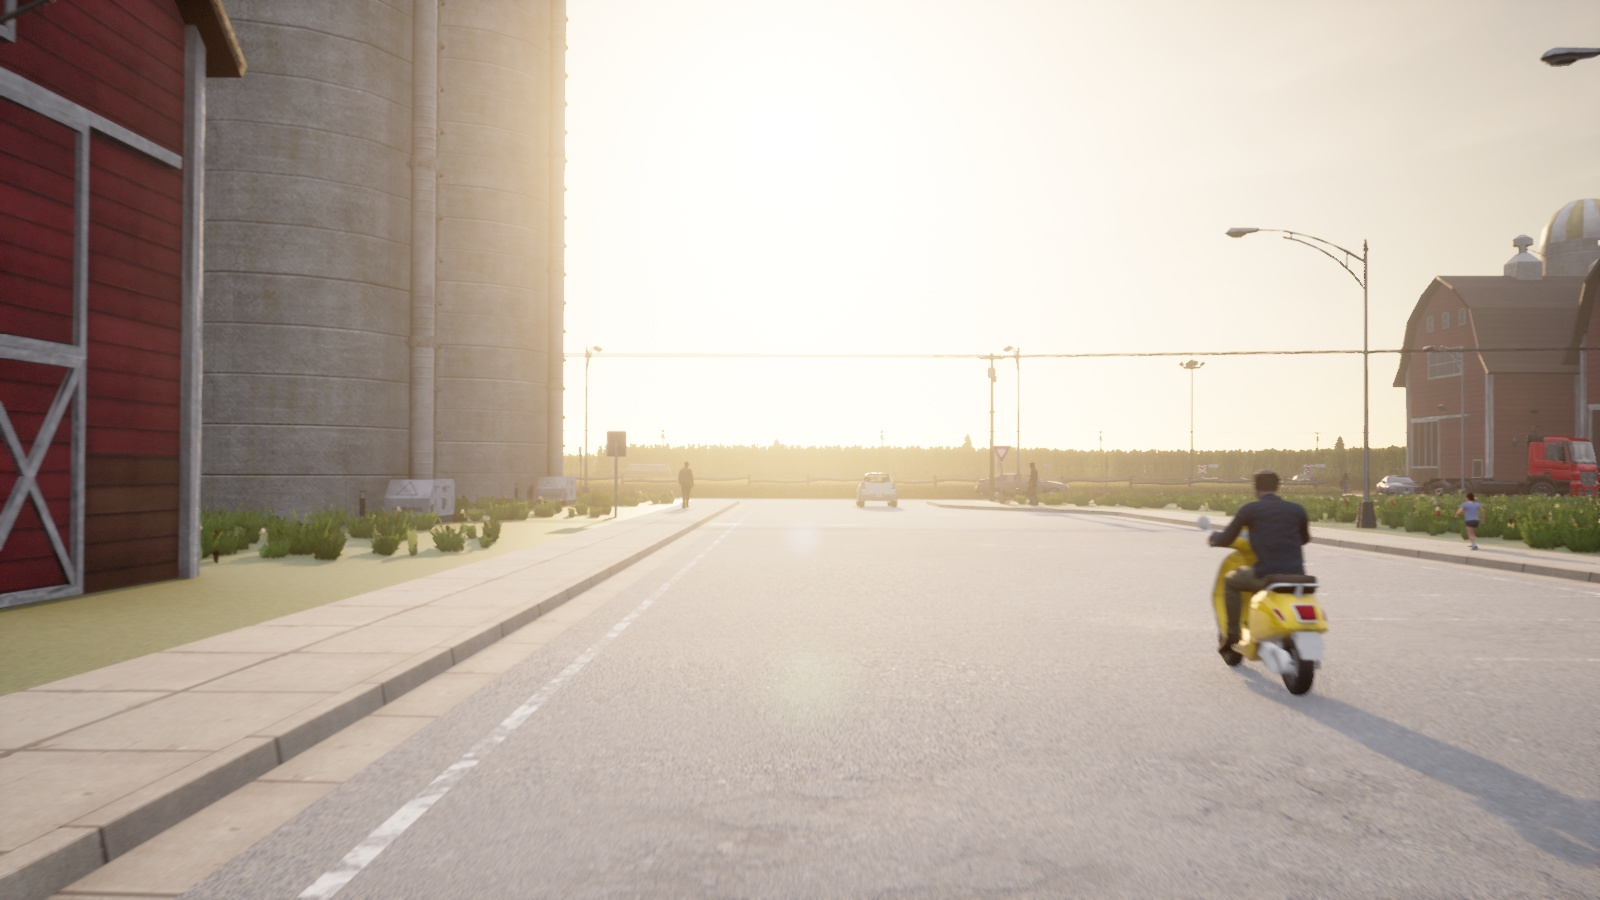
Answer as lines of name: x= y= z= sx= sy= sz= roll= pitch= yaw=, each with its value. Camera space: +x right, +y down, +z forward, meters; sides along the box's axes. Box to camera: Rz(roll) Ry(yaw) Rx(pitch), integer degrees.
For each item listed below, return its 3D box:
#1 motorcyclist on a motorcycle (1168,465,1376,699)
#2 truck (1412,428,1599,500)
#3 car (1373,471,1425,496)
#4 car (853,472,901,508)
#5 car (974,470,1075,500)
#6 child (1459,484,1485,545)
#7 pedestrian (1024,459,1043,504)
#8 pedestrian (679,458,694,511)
motorcyclist on a motorcycle: x=3.477 y=0.912 z=9.453 sx=0.866 sy=1.590 sz=1.817 roll=0 pitch=-1 yaw=0
truck: x=36.034 y=0.741 z=64.342 sx=2.891 sy=3.462 sz=7.936 roll=0 pitch=-1 yaw=-38
car: x=35.503 y=1.947 z=74.560 sx=1.812 sy=1.442 sz=4.674 roll=0 pitch=-1 yaw=14
car: x=3.368 y=1.745 z=55.511 sx=1.845 sy=1.501 sz=3.633 roll=0 pitch=-1 yaw=0
car: x=11.638 y=1.820 z=65.432 sx=4.902 sy=1.511 sz=2.128 roll=0 pitch=-1 yaw=1
child: x=12.456 y=1.190 z=23.278 sx=0.255 sy=1.110 sz=0.394 roll=0 pitch=-1 yaw=-2
pedestrian: x=9.539 y=1.290 z=51.289 sx=0.726 sy=1.835 sz=0.370 roll=-1 pitch=-1 yaw=18
pedestrian: x=-4.222 y=1.269 z=46.752 sx=0.423 sy=1.949 sz=0.788 roll=0 pitch=-1 yaw=5
